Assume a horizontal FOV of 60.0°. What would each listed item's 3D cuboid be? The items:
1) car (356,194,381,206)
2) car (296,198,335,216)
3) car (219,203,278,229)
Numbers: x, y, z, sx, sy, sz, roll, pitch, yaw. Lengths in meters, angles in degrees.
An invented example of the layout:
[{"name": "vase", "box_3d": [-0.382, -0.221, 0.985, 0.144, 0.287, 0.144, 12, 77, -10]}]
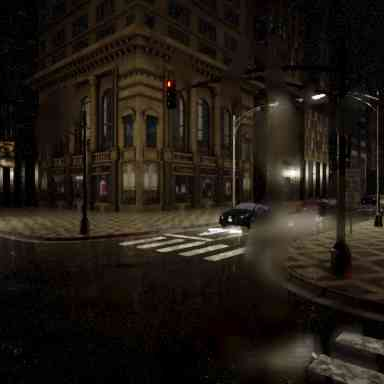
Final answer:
[{"name": "car", "box_3d": [21.461, 0.989, 40.479, 1.994, 1.385, 4.181, 0, 1, 41]}, {"name": "car", "box_3d": [10.330, 1.204, 27.726, 1.994, 1.385, 4.181, 0, 1, 41]}, {"name": "car", "box_3d": [3.402, 1.340, 19.761, 1.994, 1.385, 4.181, 0, 1, 41]}]
